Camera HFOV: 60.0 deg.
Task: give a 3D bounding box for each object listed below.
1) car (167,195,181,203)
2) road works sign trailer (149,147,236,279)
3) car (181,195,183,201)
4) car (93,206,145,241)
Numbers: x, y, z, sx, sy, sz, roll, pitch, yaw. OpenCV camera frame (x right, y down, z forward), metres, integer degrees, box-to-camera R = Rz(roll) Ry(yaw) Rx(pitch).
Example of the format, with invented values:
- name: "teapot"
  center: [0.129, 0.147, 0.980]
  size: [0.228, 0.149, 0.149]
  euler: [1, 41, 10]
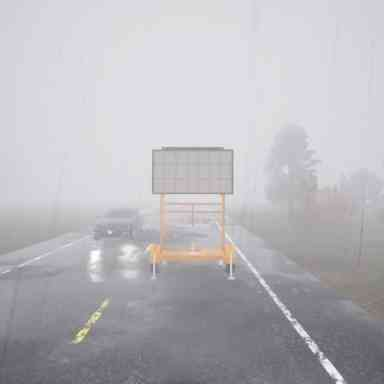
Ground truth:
- name: "car"
  center: [-3.444, 1.563, 59.659]
  size: [1.812, 1.442, 4.674]
  euler: [0, 0, 0]
- name: "road works sign trailer"
  center: [0.021, 0.465, 9.974]
  size: [2.380, 3.560, 2.880]
  euler: [0, 0, 0]
- name: "car"
  center: [-3.306, 1.565, 89.620]
  size: [2.128, 1.511, 4.902]
  euler: [0, 0, 0]
- name: "car"
  center: [-3.564, 1.507, 16.866]
  size: [1.837, 1.490, 4.892]
  euler: [0, 0, 0]
